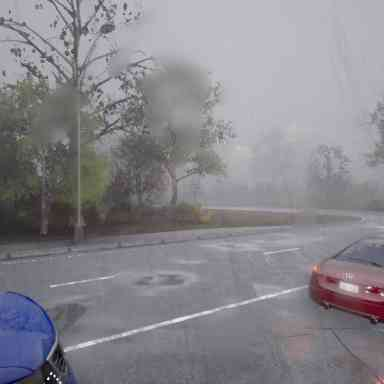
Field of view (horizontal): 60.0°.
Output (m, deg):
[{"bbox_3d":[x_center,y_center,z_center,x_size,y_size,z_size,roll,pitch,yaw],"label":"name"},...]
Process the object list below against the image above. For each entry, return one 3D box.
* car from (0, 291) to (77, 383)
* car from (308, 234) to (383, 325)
[{"bbox_3d":[-3.355,1.221,1.326,5.566,2.045,2.150,0,0,-36],"label":"car"},{"bbox_3d":[4.269,1.564,6.715,4.181,1.385,1.994,0,0,-35],"label":"car"}]
